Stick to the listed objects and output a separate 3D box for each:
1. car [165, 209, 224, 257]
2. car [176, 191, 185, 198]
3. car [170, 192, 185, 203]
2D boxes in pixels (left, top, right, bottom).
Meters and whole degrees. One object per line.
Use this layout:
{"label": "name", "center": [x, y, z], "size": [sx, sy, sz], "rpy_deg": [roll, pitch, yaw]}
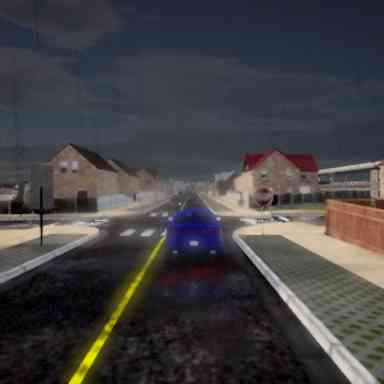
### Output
{"label": "car", "center": [0.096, 1.378, 12.484], "size": [1.882, 1.535, 5.008], "rpy_deg": [0, 0, 1]}
{"label": "car", "center": [-2.437, 0.563, 71.375], "size": [1.812, 1.442, 4.674], "rpy_deg": [0, 0, 0]}
{"label": "car", "center": [-2.569, 1.098, 55.824], "size": [2.033, 1.411, 5.357], "rpy_deg": [0, 0, 1]}
